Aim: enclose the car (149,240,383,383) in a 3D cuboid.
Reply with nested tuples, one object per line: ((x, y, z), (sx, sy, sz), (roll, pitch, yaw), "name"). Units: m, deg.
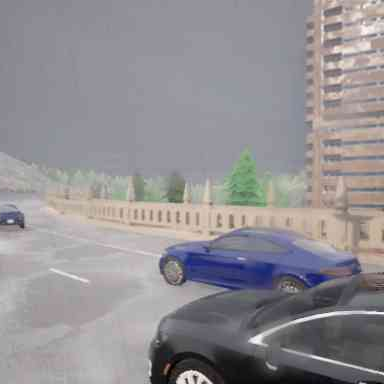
((1.775, 1.515, 2.866), (4.892, 1.490, 1.837), (0, 0, 36), "car")

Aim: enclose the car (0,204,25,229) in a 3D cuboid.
((-11.501, 1.440, 20.139), (1.812, 1.442, 4.674), (0, 0, -40), "car")

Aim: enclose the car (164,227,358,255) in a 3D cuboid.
((1.329, 1.531, 7.594), (4.674, 1.442, 1.812), (0, 0, 38), "car")
